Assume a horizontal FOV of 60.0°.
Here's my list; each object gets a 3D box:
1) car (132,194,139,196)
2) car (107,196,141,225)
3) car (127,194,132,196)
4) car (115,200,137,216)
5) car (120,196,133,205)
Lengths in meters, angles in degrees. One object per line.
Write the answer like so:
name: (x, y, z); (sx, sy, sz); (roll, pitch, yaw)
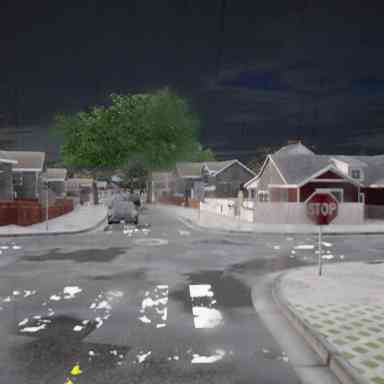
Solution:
car: (-9.969, 1.354, 55.856); (2.150, 2.045, 5.566); (0, 0, -17)
car: (-5.015, 1.420, 24.545); (2.097, 1.767, 4.553); (0, 0, -9)
car: (-10.150, 1.480, 46.984); (2.097, 1.767, 4.553); (0, 0, -16)
car: (-7.240, 1.647, 36.085); (2.033, 1.411, 5.357); (0, 0, -13)
car: (-13.000, 1.652, 65.756); (2.128, 1.511, 4.902); (0, 0, -16)
